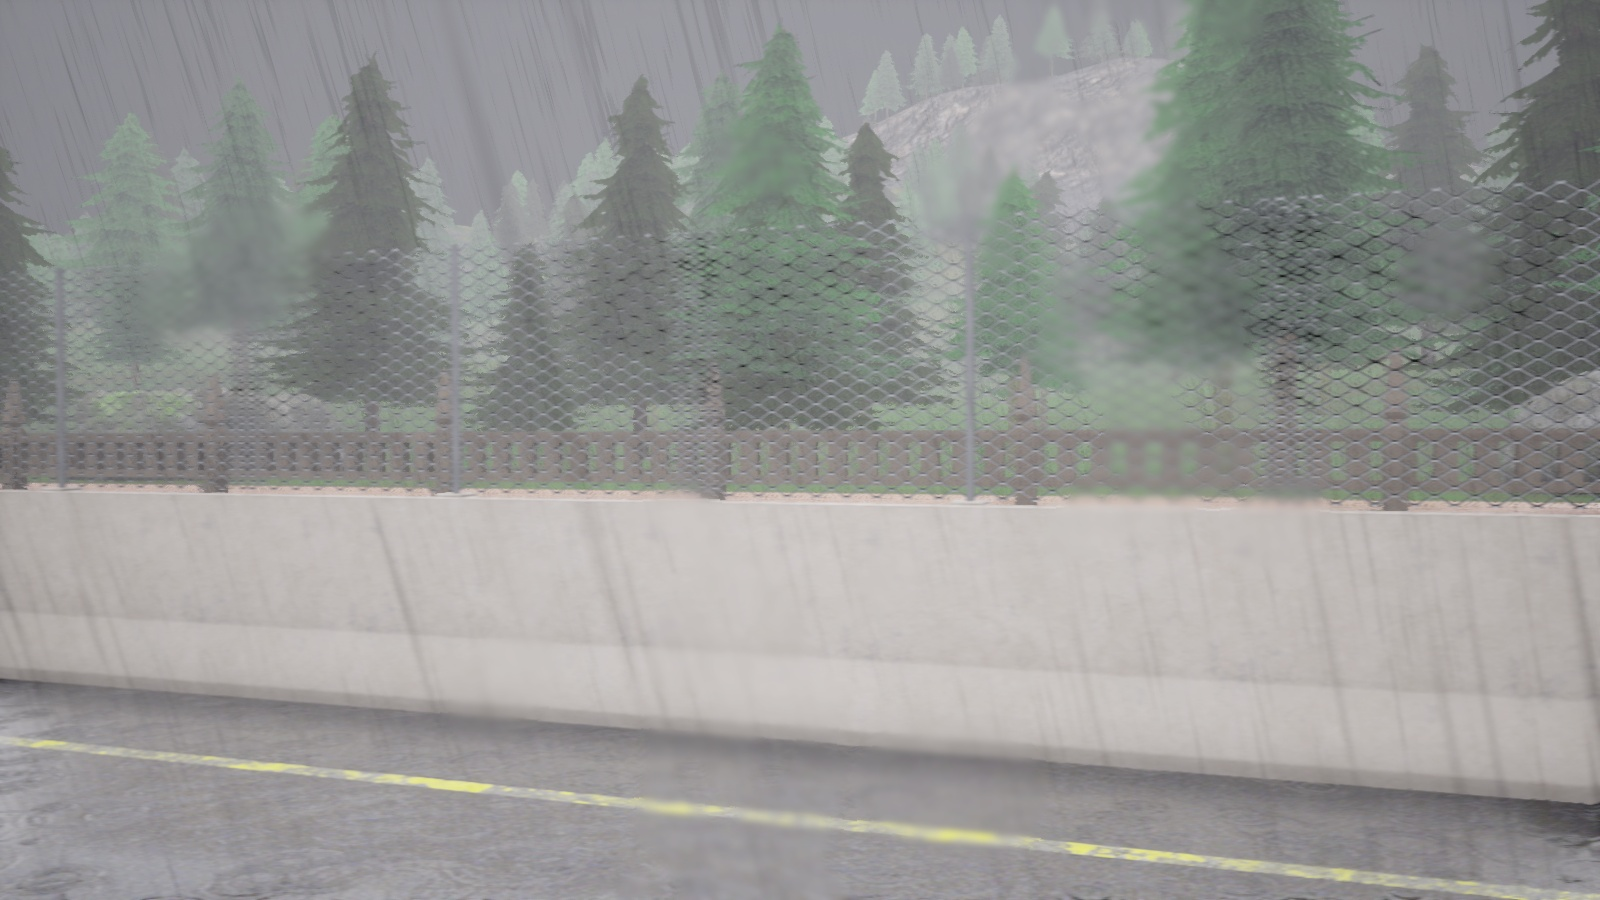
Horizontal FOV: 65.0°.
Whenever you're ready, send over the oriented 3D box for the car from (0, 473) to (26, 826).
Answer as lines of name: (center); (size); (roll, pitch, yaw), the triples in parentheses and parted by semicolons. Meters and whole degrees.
car: (-4.382, 0.790, 4.668); (2.207, 1.376, 1.481); (0, 1, 19)
